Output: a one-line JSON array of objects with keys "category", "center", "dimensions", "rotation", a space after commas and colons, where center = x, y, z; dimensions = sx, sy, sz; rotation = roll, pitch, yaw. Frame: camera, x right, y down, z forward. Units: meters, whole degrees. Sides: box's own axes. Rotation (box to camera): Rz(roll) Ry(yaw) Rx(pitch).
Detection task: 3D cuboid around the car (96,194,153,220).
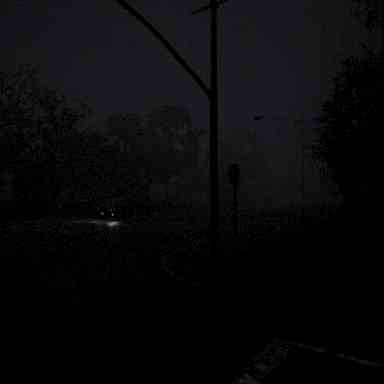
[{"category": "car", "center": [-5.693, 1.276, 28.848], "dimensions": [2.150, 2.045, 5.566], "rotation": [0, 2, 32]}]
